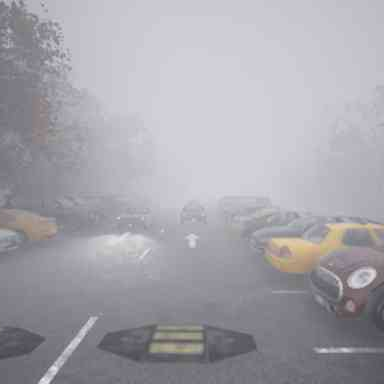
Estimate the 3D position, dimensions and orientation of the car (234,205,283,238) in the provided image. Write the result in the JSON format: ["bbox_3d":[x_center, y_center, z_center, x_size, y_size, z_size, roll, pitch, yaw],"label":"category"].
[{"bbox_3d":[4.537,1.504,14.409,4.892,1.521,2.231,0,0,0],"label":"car"}]

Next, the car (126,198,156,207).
[{"bbox_3d":[-8.522,1.764,56.056,4.674,1.452,2.002,0,-1,0],"label":"car"}]

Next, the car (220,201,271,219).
[{"bbox_3d":[4.575,1.545,22.737,4.792,1.488,2.163,0,0,0],"label":"car"}]

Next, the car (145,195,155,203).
[{"bbox_3d":[-8.556,1.387,47.749,5.566,2.045,2.435,0,-1,0],"label":"car"}]

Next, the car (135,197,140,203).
[{"bbox_3d":[-8.559,1.574,36.673,4.792,1.488,2.163,0,0,0],"label":"car"}]

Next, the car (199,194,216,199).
[{"bbox_3d":[4.275,1.338,94.191,4.792,1.488,2.163,0,0,0],"label":"car"}]

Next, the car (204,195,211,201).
[{"bbox_3d":[4.738,1.636,47.712,5.366,1.575,1.946,0,-1,0],"label":"car"}]

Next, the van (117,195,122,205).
[{"bbox_3d":[-8.649,1.297,28.366,4.442,1.987,1.878,0,0,0],"label":"van"}]

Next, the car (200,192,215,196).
[{"bbox_3d":[4.527,1.473,56.042,5.566,2.045,2.435,0,-1,0],"label":"car"}]

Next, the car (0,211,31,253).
[{"bbox_3d":[-8.540,1.538,11.619,4.674,1.452,2.002,0,0,0],"label":"car"}]

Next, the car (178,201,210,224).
[{"bbox_3d":[0.108,1.640,25.211,1.895,1.301,4.718,0,0,0],"label":"car"}]

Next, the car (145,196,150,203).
[{"bbox_3d":[-8.499,1.640,44.977,4.792,1.488,2.163,0,-1,0],"label":"car"}]

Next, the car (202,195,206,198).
[{"bbox_3d":[4.369,1.693,53.264,5.366,1.575,1.946,0,-1,0],"label":"car"}]

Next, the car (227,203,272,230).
[{"bbox_3d":[4.730,1.504,17.184,5.366,1.575,1.946,0,0,0],"label":"car"}]

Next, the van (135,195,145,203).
[{"bbox_3d":[-8.645,1.357,42.086,4.442,1.987,1.878,0,0,0],"label":"van"}]

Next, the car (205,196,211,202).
[{"bbox_3d":[4.737,1.580,42.039,5.366,1.575,1.946,0,-1,0],"label":"car"}]

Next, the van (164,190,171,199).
[{"bbox_3d":[-8.652,1.075,91.340,4.442,1.987,1.878,1,0,0],"label":"van"}]

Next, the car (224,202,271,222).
[{"bbox_3d":[4.574,1.541,19.961,4.792,1.488,2.163,0,0,0],"label":"car"}]

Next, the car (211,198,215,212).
[{"bbox_3d":[4.519,1.558,31.066,4.792,1.488,2.163,0,0,0],"label":"car"}]

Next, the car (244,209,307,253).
[{"bbox_3d":[4.549,1.500,11.632,4.892,1.521,2.231,0,0,0],"label":"car"}]

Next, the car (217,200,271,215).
[{"bbox_3d":[4.576,1.549,25.513,4.792,1.488,2.163,0,0,0],"label":"car"}]

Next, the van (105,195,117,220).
[{"bbox_3d":[-8.416,1.293,25.596,4.442,1.987,1.878,0,0,0],"label":"van"}]

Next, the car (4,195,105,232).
[{"bbox_3d":[-8.507,1.259,20.056,5.566,2.045,2.435,0,0,0],"label":"car"}]

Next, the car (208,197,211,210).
[{"bbox_3d":[4.556,1.546,36.619,4.892,1.521,2.231,0,0,0],"label":"car"}]

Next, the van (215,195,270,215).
[{"bbox_3d":[4.431,1.298,28.290,4.442,1.987,1.878,0,0,0],"label":"van"}]

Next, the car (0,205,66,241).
[{"bbox_3d":[-8.531,1.502,14.514,5.008,1.535,2.097,0,0,0],"label":"car"}]

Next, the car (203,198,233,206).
[{"bbox_3d":[4.551,1.752,58.816,5.008,1.535,2.097,0,-1,0],"label":"car"}]

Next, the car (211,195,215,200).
[{"bbox_3d":[4.518,1.409,33.839,4.553,1.767,2.185,0,0,0],"label":"car"}]

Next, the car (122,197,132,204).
[{"bbox_3d":[-8.537,1.527,31.136,5.008,1.535,2.097,0,0,0],"label":"car"}]

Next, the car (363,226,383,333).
[{"bbox_3d":[4.572,1.360,3.304,4.553,1.767,2.185,0,0,0],"label":"car"}]

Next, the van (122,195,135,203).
[{"bbox_3d":[-8.423,1.309,33.922,4.442,1.987,1.878,0,0,0],"label":"van"}]

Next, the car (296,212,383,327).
[{"bbox_3d":[4.572,1.364,6.080,4.553,1.767,2.185,0,0,0],"label":"car"}]

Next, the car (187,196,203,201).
[{"bbox_3d":[0.112,1.601,41.422,1.837,1.490,4.892,0,-1,0],"label":"car"}]

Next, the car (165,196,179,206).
[{"bbox_3d":[-3.502,1.887,63.323,1.994,1.385,4.181,0,-1,1],"label":"car"}]

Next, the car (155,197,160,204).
[{"bbox_3d":[-8.340,1.692,53.286,5.366,1.575,1.946,0,-1,0],"label":"car"}]

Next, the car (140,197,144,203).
[{"bbox_3d":[-8.558,1.590,39.313,4.792,1.488,2.163,0,0,0],"label":"car"}]

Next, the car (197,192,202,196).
[{"bbox_3d":[4.331,1.330,91.407,4.792,1.488,2.163,0,0,0],"label":"car"}]

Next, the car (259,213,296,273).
[{"bbox_3d":[4.727,1.491,8.856,5.366,1.575,1.946,0,0,0],"label":"car"}]

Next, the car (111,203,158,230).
[{"bbox_3d":[-3.594,1.634,21.627,1.895,1.301,4.718,0,0,0],"label":"car"}]
